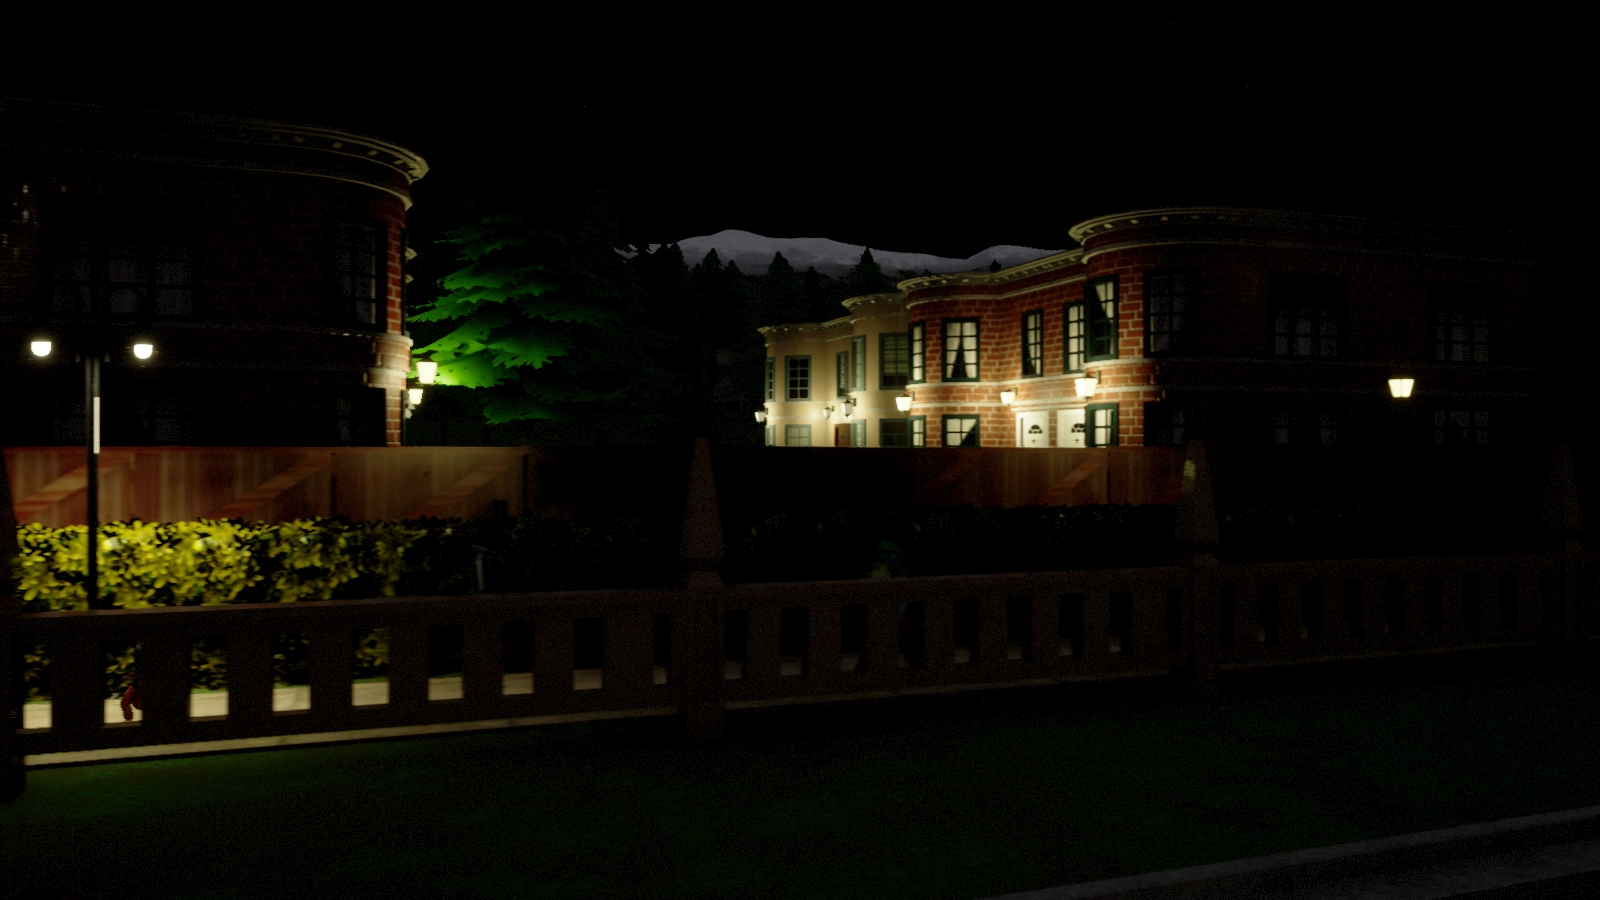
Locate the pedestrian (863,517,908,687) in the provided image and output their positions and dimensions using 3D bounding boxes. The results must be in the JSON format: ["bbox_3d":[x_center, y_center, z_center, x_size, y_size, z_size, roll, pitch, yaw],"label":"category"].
[{"bbox_3d":[0.966,1.698,12.932,0.375,1.860,0.375,0,0,-21],"label":"pedestrian"}]

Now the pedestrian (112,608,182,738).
[{"bbox_3d":[-6.120,2.076,10.723,0.500,1.100,0.500,0,0,-21],"label":"pedestrian"}]

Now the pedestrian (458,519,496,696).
[{"bbox_3d":[-3.514,1.695,12.421,0.375,1.860,0.375,0,0,-19],"label":"pedestrian"}]
